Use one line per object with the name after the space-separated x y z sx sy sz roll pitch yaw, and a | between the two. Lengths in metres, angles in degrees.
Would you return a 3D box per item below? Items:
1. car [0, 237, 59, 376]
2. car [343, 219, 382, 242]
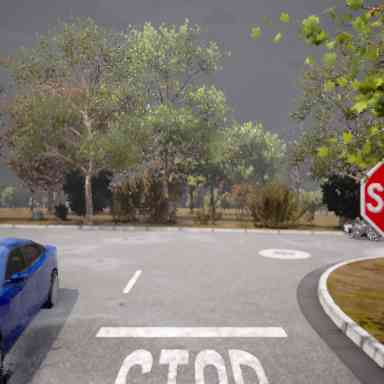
-3.372 1.491 4.981 1.882 1.535 5.008 0 0 -10 | car
10.712 1.846 17.782 4.902 1.511 2.128 2 -1 0 | car
